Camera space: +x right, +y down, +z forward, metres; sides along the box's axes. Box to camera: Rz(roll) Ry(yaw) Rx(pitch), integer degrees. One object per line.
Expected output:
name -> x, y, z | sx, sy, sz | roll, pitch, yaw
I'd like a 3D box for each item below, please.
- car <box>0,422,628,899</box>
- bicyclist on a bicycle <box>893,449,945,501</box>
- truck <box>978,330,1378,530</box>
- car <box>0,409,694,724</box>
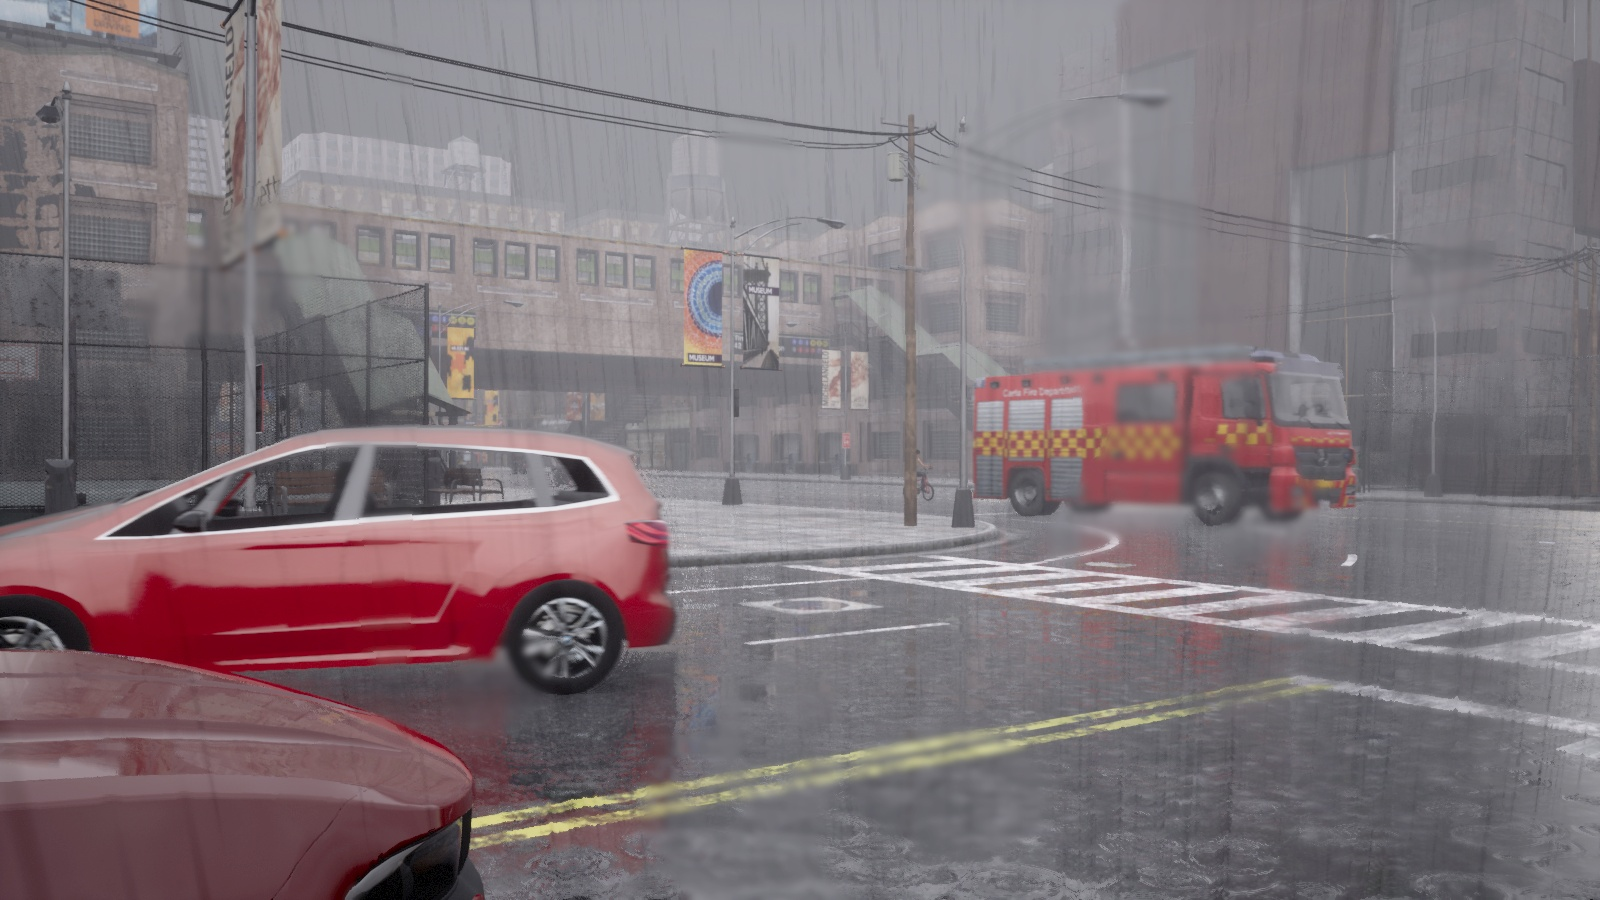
car -> -2.898, 0.733, 1.605 | 5.008, 1.535, 1.882 | 0, 0, -36
bicyclist on a bicycle -> 3.733, 0.770, 39.578 | 0.866, 1.612, 1.509 | 0, 0, -35
truck -> 8.131, -0.368, 28.282 | 2.891, 3.827, 8.468 | 0, 0, -39
car -> -3.211, 0.616, 8.185 | 4.611, 1.667, 2.242 | 0, 0, -19
